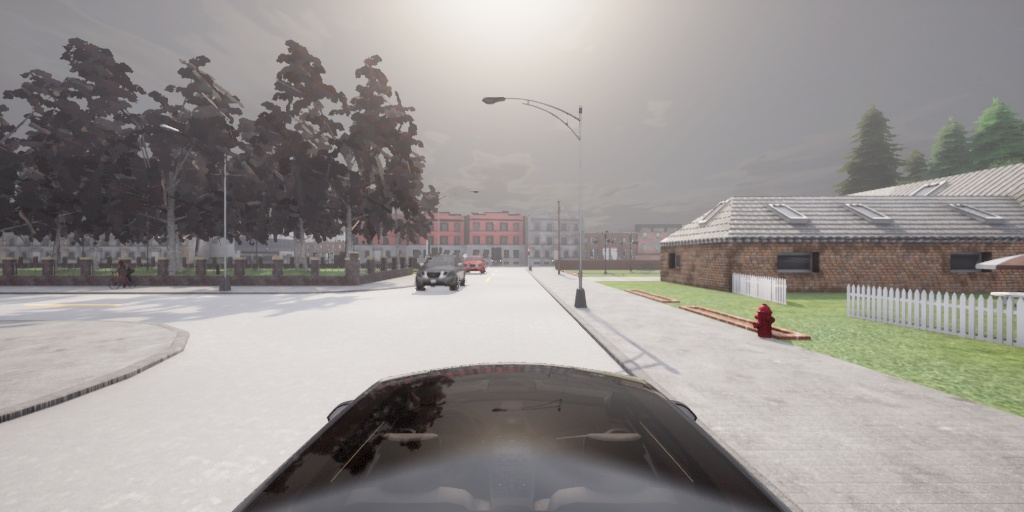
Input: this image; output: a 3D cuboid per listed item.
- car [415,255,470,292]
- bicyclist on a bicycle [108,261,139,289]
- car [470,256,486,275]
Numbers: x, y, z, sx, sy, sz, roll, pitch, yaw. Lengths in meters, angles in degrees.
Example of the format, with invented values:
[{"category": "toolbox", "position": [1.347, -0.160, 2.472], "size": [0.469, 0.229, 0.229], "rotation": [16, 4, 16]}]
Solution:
[{"category": "car", "position": [-4.099, 0.972, 21.447], "size": [2.150, 2.045, 5.566], "rotation": [0, 0, 0]}, {"category": "bicyclist on a bicycle", "position": [-22.639, 1.098, 20.917], "size": [0.582, 1.620, 1.656], "rotation": [0, 0, 0]}, {"category": "car", "position": [-4.091, 0.970, 39.741], "size": [2.150, 2.045, 5.566], "rotation": [0, 0, 0]}]
